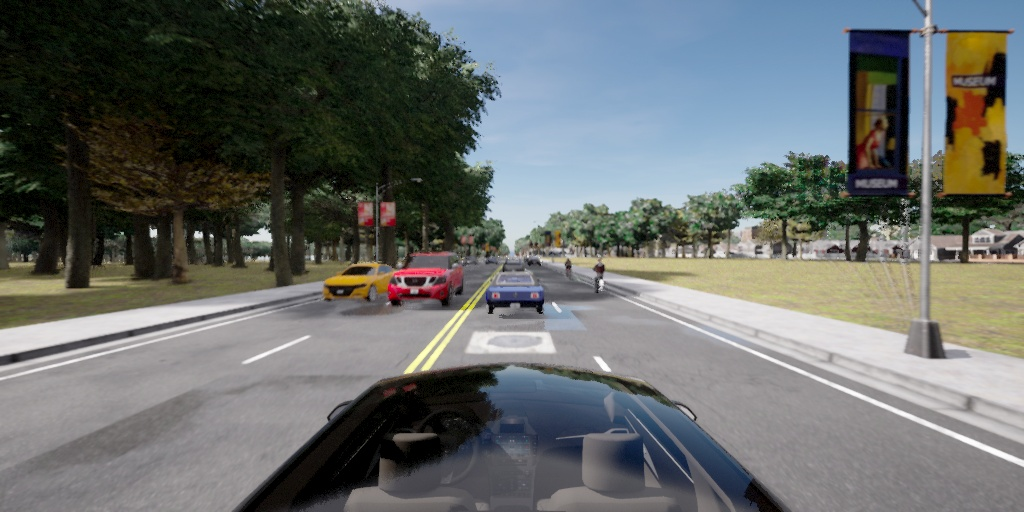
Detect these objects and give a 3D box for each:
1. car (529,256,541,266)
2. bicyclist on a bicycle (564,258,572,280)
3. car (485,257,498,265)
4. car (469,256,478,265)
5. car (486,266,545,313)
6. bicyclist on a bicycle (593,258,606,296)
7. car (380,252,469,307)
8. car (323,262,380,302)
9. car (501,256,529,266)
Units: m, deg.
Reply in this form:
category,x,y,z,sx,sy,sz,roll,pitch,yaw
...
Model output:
category,x,y,z,sx,sy,sz,roll,pitch,yaw
car,3.388,0.763,55.816,1.812,1.442,4.674,0,1,0
bicyclist on a bicycle,4.159,0.957,26.460,0.582,1.620,1.656,0,0,0
car,-3.254,0.784,57.719,1.994,1.385,4.181,0,1,1
car,-6.517,0.713,57.502,2.128,1.511,4.902,0,0,1
car,0.107,1.233,13.320,1.895,1.301,4.718,0,1,0
bicyclist on a bicycle,4.153,0.964,17.222,0.659,1.776,1.843,0,1,0
car,-3.341,0.836,15.021,2.150,2.045,5.566,0,1,0
car,-6.591,1.079,16.242,1.882,1.535,5.008,0,1,0
car,0.119,0.949,31.356,2.128,1.511,4.902,0,1,0
